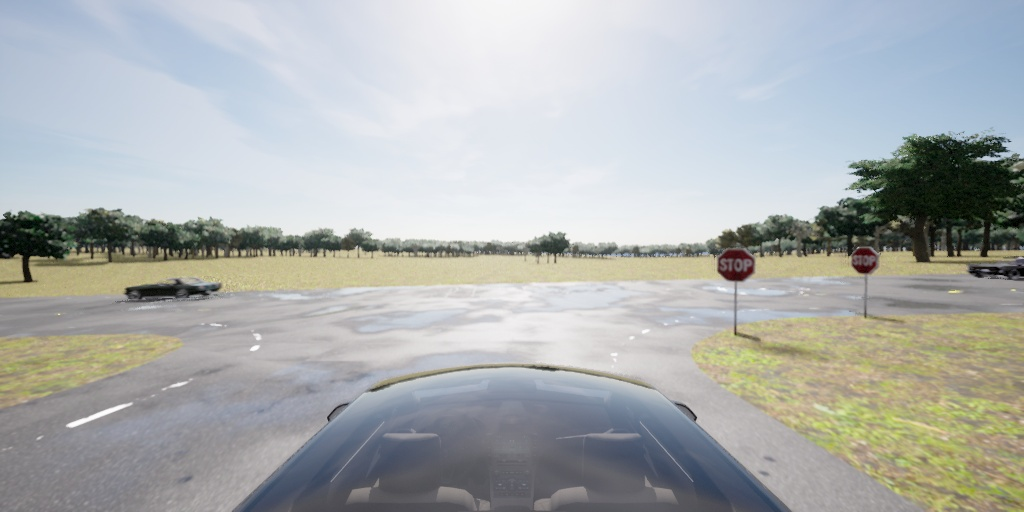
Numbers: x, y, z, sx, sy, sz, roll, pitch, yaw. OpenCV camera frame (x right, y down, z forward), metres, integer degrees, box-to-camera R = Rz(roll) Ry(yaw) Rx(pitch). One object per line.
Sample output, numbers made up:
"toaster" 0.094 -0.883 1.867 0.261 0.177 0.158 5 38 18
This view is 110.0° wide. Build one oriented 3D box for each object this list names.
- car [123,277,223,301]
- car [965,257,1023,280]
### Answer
"car" -21.218 2.012 22.498 4.718 1.301 1.895 -2 1 0
"car" 31.760 0.750 22.436 4.718 1.301 1.895 -1 1 0
